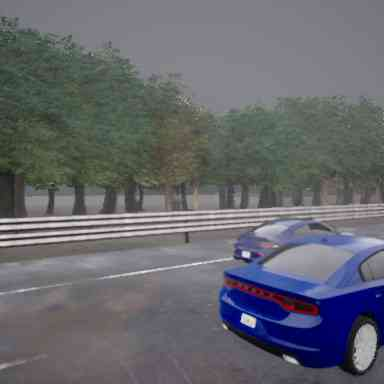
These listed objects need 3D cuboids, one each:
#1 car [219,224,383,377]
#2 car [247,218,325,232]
[{"bbox_3d":[2.743,1.477,5.634,5.008,1.535,1.882,0,0,-35],"label":"car"},{"bbox_3d":[3.358,1.523,10.321,4.674,1.442,1.812,0,0,-35],"label":"car"}]
